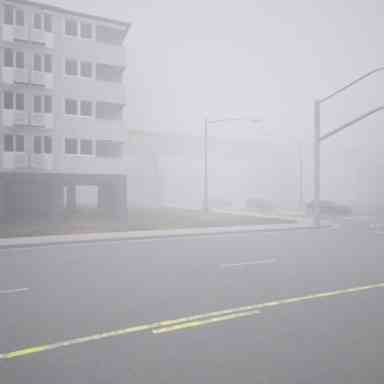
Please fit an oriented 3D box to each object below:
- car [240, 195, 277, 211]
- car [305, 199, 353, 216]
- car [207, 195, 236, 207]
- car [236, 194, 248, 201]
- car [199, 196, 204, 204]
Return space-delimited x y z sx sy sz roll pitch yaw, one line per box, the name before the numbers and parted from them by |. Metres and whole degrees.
car | 8.621 1.487 42.008 2.128 1.511 4.902 0 0 -25
car | 13.206 1.502 32.347 1.837 1.490 4.892 0 0 -26
car | 4.464 1.501 51.293 1.837 1.490 4.892 0 0 -21
car | 11.118 1.533 75.343 2.033 1.411 5.357 0 0 41
car | 2.484 1.500 61.425 1.837 1.490 4.892 0 0 3
